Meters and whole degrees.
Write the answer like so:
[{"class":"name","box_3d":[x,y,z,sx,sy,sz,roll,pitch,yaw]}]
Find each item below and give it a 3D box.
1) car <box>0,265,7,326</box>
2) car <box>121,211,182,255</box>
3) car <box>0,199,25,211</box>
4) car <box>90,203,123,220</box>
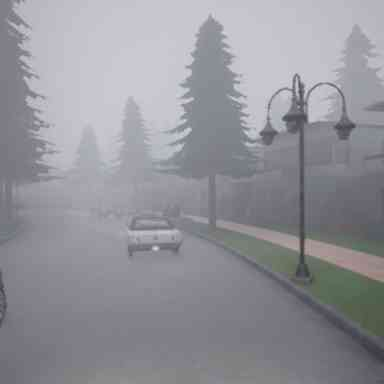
[{"class":"car","box_3d":[-4.009,1.374,3.681,2.097,1.767,4.553,0,0,-6]},{"class":"car","box_3d":[-1.727,1.610,13.384,1.895,1.301,4.718,0,0,-13]},{"class":"car","box_3d":[-23.271,1.604,42.879,5.008,1.535,1.882,0,0,41]},{"class":"car","box_3d":[-7.549,1.641,28.906,1.895,1.301,4.718,0,0,-28]}]
